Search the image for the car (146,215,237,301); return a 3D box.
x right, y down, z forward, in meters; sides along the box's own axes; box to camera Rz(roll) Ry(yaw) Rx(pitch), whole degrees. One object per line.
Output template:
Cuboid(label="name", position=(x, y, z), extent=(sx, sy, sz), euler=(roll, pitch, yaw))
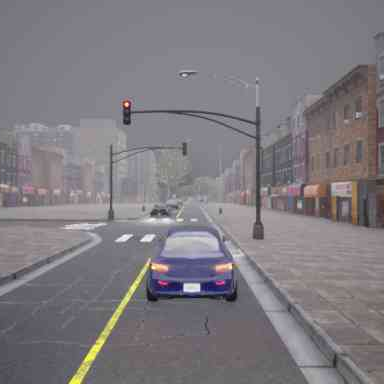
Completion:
Cuboid(label="car", position=(-0.001, 1.537, 8.199), extent=(1.812, 1.442, 4.674), euler=(0, 0, 0))

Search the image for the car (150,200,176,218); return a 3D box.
Cuboid(label="car", position=(-2.946, 1.754, 32.385), extent=(1.895, 1.301, 4.718), euler=(0, -1, 1))

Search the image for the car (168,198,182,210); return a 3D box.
Cuboid(label="car", position=(-2.885, 1.770, 47.544), extent=(1.882, 1.535, 5.008), euler=(0, 0, 0))
